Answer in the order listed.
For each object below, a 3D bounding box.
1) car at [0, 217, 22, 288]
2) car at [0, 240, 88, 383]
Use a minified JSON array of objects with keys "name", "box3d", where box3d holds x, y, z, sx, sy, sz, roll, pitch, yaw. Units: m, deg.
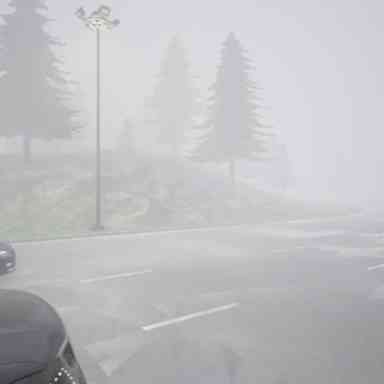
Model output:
[{"name":"car","box3d":[-6.748,1.492,7.533,4.902,1.511,2.128,0,0,-36]},{"name":"car","box3d":[-3.306,1.222,1.390,5.566,2.045,2.150,0,0,-36]}]
